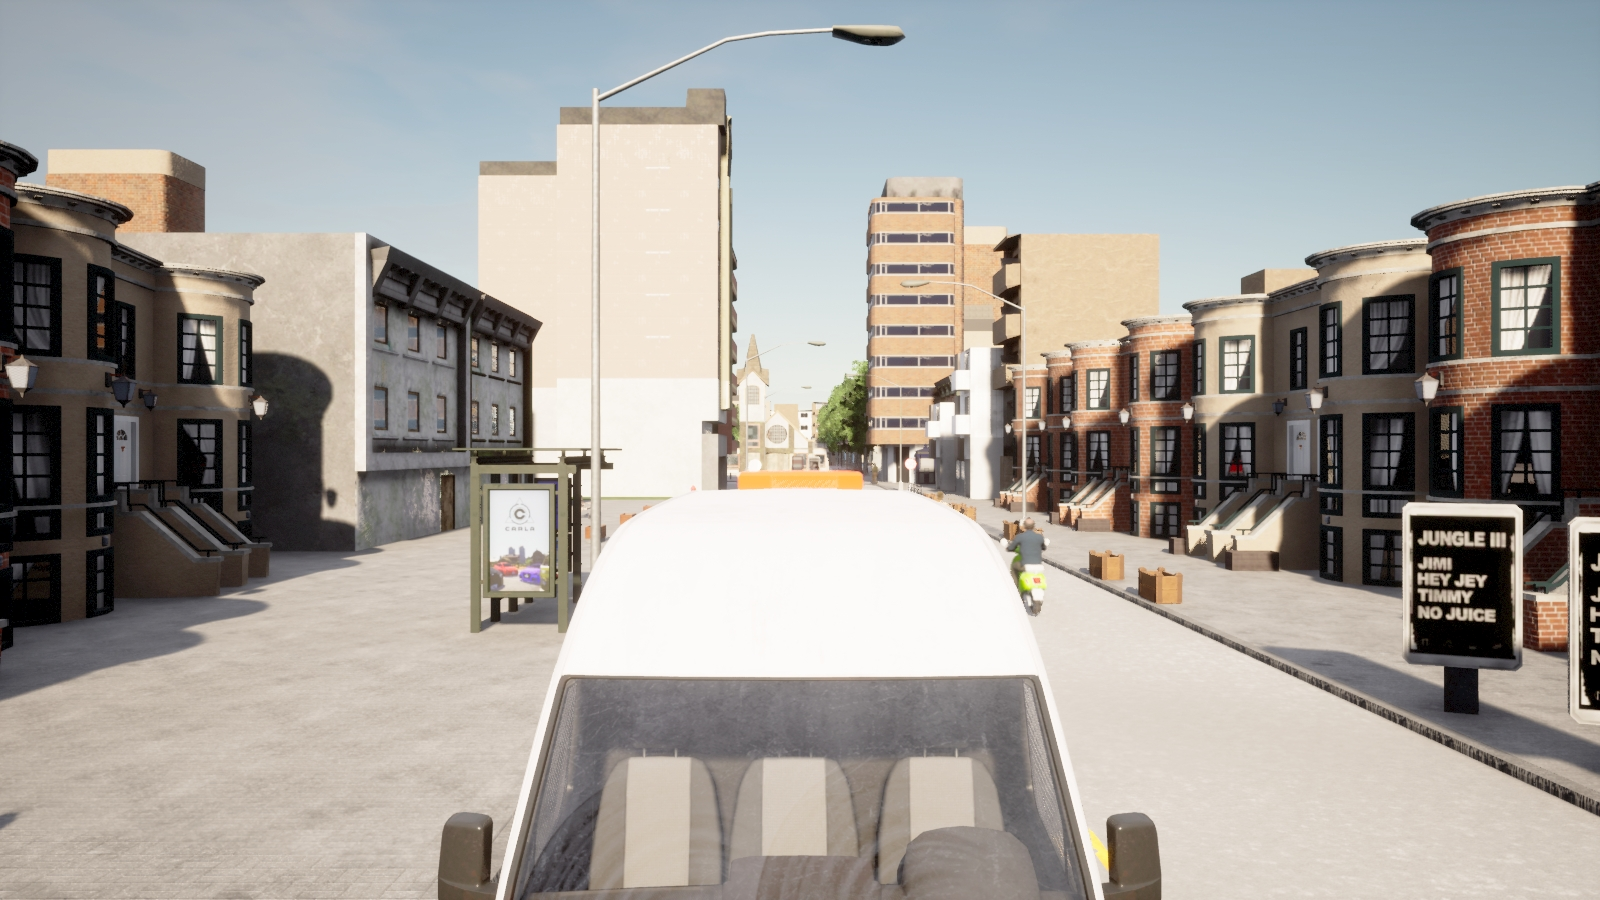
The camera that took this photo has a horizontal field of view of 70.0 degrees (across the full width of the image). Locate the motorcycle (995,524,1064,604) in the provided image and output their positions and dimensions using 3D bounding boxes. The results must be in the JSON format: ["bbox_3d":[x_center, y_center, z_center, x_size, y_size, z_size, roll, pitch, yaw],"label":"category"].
[{"bbox_3d":[4.003,1.970,20.063,0.856,1.236,1.805,0,0,0],"label":"motorcycle"}]

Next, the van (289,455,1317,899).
[{"bbox_3d":[0.007,1.317,5.167,1.988,2.561,5.915,0,0,0],"label":"van"}]
